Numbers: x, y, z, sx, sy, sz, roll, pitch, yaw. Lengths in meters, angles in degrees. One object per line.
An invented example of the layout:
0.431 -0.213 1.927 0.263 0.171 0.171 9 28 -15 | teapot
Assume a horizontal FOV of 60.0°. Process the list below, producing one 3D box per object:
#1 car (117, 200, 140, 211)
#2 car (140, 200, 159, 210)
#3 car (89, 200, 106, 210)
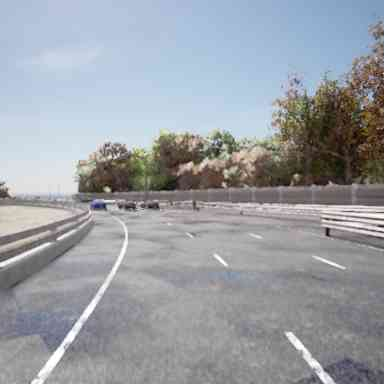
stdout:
-10.244 2.077 51.916 1.837 1.490 4.892 1 -1 -29 | car
-6.821 2.078 52.935 1.837 1.490 4.892 1 -1 -28 | car
-15.324 2.082 53.762 1.882 1.535 5.008 1 -1 -31 | car
